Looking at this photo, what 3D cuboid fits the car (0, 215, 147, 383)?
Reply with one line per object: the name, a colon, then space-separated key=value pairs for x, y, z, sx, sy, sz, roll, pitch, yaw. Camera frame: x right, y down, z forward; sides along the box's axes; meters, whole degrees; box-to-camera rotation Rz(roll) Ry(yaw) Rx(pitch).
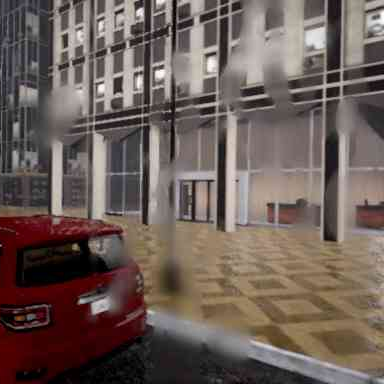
car: x=-2.900 y=1.274 z=4.950 sx=5.009 sy=1.841 sz=2.192 roll=1 pitch=1 yaw=36
